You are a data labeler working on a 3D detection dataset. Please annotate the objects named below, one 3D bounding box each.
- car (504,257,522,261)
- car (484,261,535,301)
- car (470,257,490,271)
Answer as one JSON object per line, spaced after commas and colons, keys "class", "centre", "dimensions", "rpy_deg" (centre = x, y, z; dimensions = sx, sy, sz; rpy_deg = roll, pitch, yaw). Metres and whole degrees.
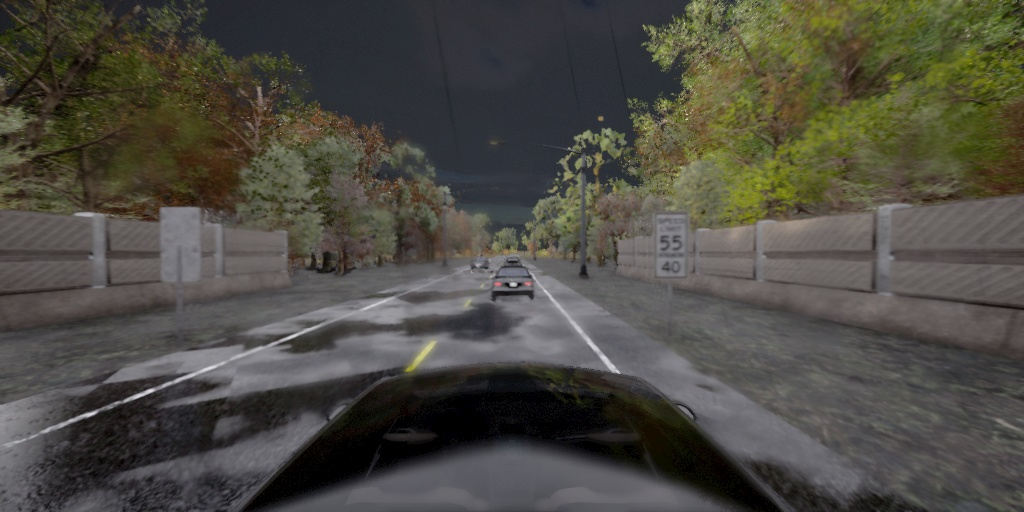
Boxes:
{"class": "car", "centre": [0.088, 0.856, 37.960], "dimensions": [1.837, 1.490, 4.892], "rpy_deg": [0, 1, 0]}
{"class": "car", "centre": [0.057, 1.134, 16.320], "dimensions": [2.033, 1.411, 5.357], "rpy_deg": [-1, 0, 0]}
{"class": "car", "centre": [-3.574, 0.815, 40.509], "dimensions": [2.128, 1.511, 4.902], "rpy_deg": [0, 1, 0]}
